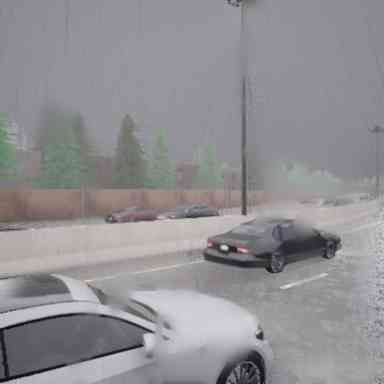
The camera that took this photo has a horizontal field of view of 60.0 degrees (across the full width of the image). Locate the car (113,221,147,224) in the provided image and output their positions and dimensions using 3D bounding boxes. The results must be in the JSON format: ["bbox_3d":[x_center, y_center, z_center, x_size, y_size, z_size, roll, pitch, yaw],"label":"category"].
[{"bbox_3d":[-4.004,1.606,23.678,4.181,1.385,1.994,0,0,-43],"label":"car"}]

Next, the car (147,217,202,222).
[{"bbox_3d":[-0.218,1.516,22.434,4.902,1.511,2.128,0,0,-45],"label":"car"}]

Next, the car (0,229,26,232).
[{"bbox_3d":[-8.044,1.649,11.261,4.718,1.301,1.895,0,0,-36],"label":"car"}]

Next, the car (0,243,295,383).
[{"bbox_3d":[-1.295,1.536,3.017,4.674,1.442,1.812,0,0,-36],"label":"car"}]

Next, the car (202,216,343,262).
[{"bbox_3d":[2.770,1.547,10.628,5.357,1.411,2.033,0,0,-41],"label":"car"}]

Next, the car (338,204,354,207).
[{"bbox_3d":[19.898,1.504,42.925,2.033,1.411,5.357,0,0,31],"label":"car"}]
